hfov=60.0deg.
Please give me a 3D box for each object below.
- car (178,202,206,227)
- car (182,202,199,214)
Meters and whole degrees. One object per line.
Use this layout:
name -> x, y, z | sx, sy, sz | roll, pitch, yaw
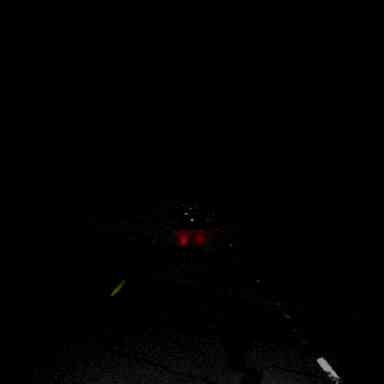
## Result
car -> -0.014, 1.701, 24.722 | 2.128, 1.511, 4.902 | 0, -1, 0
car -> -0.205, 1.969, 41.318 | 1.994, 1.385, 4.181 | 0, -1, -1
